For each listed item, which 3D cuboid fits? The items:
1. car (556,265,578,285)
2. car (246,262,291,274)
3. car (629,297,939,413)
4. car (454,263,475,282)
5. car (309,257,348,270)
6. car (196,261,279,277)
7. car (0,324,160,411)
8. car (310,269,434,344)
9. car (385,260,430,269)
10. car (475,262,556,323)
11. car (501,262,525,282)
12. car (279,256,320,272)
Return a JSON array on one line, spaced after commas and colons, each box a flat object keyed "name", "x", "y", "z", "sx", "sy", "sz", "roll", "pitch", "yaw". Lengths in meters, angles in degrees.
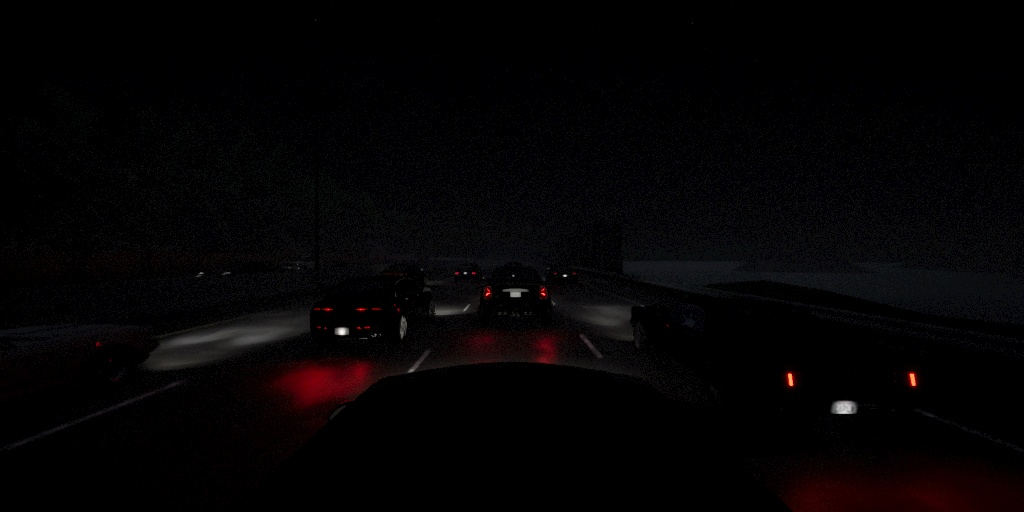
[{"name": "car", "x": 3.599, "y": 1.314, "z": 26.343, "sx": 1.994, "sy": 1.385, "sz": 4.181, "roll": 0, "pitch": 0, "yaw": 0}, {"name": "car", "x": -28.080, "y": 1.351, "z": 41.563, "sx": 1.895, "sy": 1.301, "sz": 4.718, "roll": 0, "pitch": 0, "yaw": 0}, {"name": "car", "x": 3.602, "y": 1.351, "z": 6.106, "sx": 1.895, "sy": 1.301, "sz": 4.718, "roll": 0, "pitch": 0, "yaw": 0}, {"name": "car", "x": -3.399, "y": 1.297, "z": 28.595, "sx": 2.033, "sy": 1.411, "sz": 5.357, "roll": 0, "pitch": 0, "yaw": 0}, {"name": "car", "x": -21.076, "y": 1.241, "z": 42.027, "sx": 2.128, "sy": 1.511, "sz": 4.902, "roll": 0, "pitch": 0, "yaw": 0}, {"name": "car", "x": -17.599, "y": 1.101, "z": 22.965, "sx": 2.097, "sy": 1.767, "sz": 4.553, "roll": 0, "pitch": 0, "yaw": 0}, {"name": "car", "x": -6.898, "y": 1.351, "z": 3.879, "sx": 1.895, "sy": 1.301, "sz": 4.718, "roll": 0, "pitch": 0, "yaw": 0}, {"name": "car", "x": -3.399, "y": 1.255, "z": 9.582, "sx": 1.837, "sy": 1.490, "sz": 4.892, "roll": 0, "pitch": 0, "yaw": 0}, {"name": "car", "x": -6.899, "y": 1.228, "z": 23.019, "sx": 1.882, "sy": 1.535, "sz": 5.008, "roll": 0, "pitch": 0, "yaw": 0}, {"name": "car", "x": 0.101, "y": 1.102, "z": 12.191, "sx": 2.097, "sy": 1.767, "sz": 4.553, "roll": 0, "pitch": 0, "yaw": 0}, {"name": "car", "x": 0.100, "y": 1.255, "z": 29.877, "sx": 1.837, "sy": 1.490, "sz": 4.892, "roll": 0, "pitch": 0, "yaw": 0}, {"name": "car", "x": -24.579, "y": 0.974, "z": 42.345, "sx": 2.150, "sy": 2.045, "sz": 5.566, "roll": 0, "pitch": 0, "yaw": 0}]
